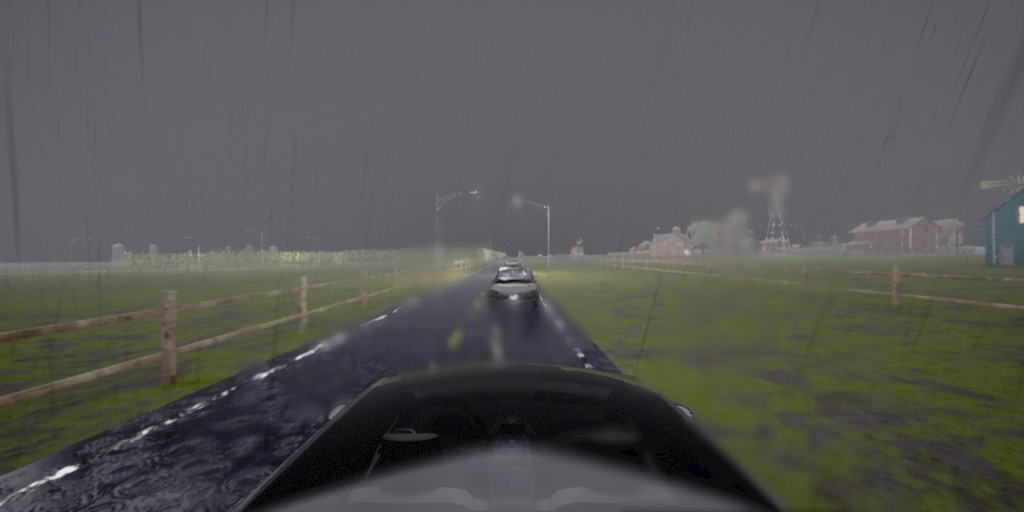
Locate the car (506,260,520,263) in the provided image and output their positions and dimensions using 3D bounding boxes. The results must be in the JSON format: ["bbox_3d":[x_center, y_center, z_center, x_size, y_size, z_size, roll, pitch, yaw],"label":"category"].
[{"bbox_3d":[0.095,1.137,34.945,1.837,1.490,4.892,0,0,0],"label":"car"}]

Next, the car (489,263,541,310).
[{"bbox_3d":[0.100,1.196,14.513,2.128,1.511,4.902,0,0,0],"label":"car"}]
